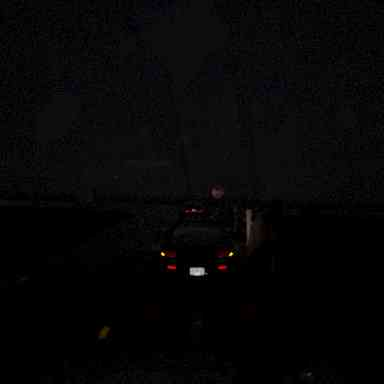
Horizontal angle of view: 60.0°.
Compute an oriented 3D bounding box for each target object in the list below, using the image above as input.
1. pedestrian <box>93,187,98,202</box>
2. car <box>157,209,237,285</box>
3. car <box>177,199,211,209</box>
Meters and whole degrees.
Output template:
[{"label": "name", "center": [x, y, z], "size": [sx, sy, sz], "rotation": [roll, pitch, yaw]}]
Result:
[{"label": "pedestrian", "center": [-11.950, 0.289, 40.981], "size": [0.375, 1.860, 0.375], "rotation": [0, 1, 0]}, {"label": "car", "center": [0.121, 1.408, 9.037], "size": [1.812, 1.442, 4.674], "rotation": [0, 1, 0]}, {"label": "car", "center": [0.111, 1.238, 21.072], "size": [1.837, 1.490, 4.892], "rotation": [0, 1, 0]}]
